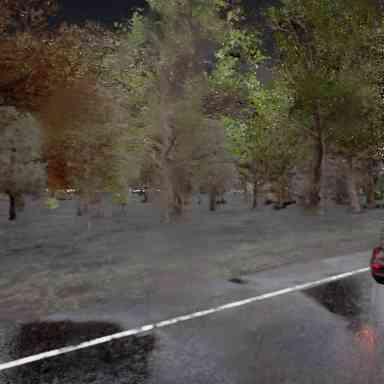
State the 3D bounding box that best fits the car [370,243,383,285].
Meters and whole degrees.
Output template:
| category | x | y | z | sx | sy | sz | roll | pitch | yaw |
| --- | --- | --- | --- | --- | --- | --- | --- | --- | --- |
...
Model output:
| category | x | y | z | sx | sy | sz | roll | pitch | yaw |
| --- | --- | --- | --- | --- | --- | --- | --- | --- | --- |
| car | 6.145 | 1.505 | 8.129 | 4.674 | 1.442 | 1.812 | 0 | 0 | -35 |
